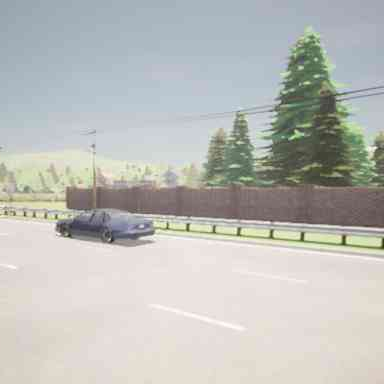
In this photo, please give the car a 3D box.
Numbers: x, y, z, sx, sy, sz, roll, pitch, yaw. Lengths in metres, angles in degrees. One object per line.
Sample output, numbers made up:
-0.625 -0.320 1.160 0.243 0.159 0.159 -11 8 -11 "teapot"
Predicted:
-4.170 1.495 15.559 5.357 1.411 2.033 0 0 36 "car"
